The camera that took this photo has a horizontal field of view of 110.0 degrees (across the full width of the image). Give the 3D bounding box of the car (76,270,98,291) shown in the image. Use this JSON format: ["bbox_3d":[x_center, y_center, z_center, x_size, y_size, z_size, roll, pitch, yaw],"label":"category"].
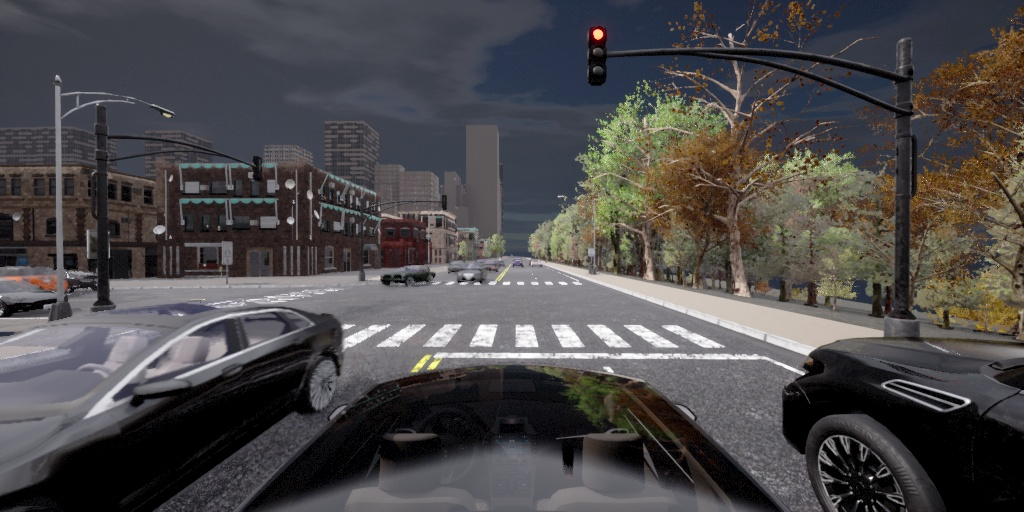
[{"bbox_3d":[-27.951,1.560,22.324,4.403,1.370,2.007,0,0,1],"label":"car"}]

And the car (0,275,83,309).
[{"bbox_3d":[-19.762,1.565,13.673,4.313,1.339,1.948,0,0,1],"label":"car"}]

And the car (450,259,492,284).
[{"bbox_3d":[-2.939,1.235,26.945,2.128,1.511,4.902,0,0,1],"label":"car"}]

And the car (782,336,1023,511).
[{"bbox_3d":[3.321,0.972,0.625,2.150,2.045,5.566,0,0,1],"label":"car"}]

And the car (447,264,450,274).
[{"bbox_3d":[-5.970,1.241,40.086,1.837,1.490,4.892,0,0,1],"label":"car"}]

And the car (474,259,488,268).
[{"bbox_3d":[-5.503,1.274,64.215,2.033,1.411,5.357,0,0,1],"label":"car"}]

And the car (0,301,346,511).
[{"bbox_3d":[-3.339,1.241,3.221,2.128,1.511,4.902,0,0,1],"label":"car"}]

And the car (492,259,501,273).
[{"bbox_3d":[-2.672,1.300,42.847,1.994,1.385,4.181,0,0,1],"label":"car"}]

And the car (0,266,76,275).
[{"bbox_3d":[-27.638,1.383,19.698,4.553,1.767,2.097,-1,1,1],"label":"car"}]

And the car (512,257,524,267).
[{"bbox_3d":[1.026,1.252,63.751,1.812,1.442,4.674,0,0,1],"label":"car"}]

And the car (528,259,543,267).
[{"bbox_3d":[4.386,1.327,64.080,1.895,1.301,4.718,0,0,1],"label":"car"}]

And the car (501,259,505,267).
[{"bbox_3d":[-2.294,1.292,62.706,1.994,1.385,4.181,0,0,1],"label":"car"}]

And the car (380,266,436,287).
[{"bbox_3d":[-7.081,1.345,24.845,1.895,1.301,4.718,0,0,13],"label":"car"}]
